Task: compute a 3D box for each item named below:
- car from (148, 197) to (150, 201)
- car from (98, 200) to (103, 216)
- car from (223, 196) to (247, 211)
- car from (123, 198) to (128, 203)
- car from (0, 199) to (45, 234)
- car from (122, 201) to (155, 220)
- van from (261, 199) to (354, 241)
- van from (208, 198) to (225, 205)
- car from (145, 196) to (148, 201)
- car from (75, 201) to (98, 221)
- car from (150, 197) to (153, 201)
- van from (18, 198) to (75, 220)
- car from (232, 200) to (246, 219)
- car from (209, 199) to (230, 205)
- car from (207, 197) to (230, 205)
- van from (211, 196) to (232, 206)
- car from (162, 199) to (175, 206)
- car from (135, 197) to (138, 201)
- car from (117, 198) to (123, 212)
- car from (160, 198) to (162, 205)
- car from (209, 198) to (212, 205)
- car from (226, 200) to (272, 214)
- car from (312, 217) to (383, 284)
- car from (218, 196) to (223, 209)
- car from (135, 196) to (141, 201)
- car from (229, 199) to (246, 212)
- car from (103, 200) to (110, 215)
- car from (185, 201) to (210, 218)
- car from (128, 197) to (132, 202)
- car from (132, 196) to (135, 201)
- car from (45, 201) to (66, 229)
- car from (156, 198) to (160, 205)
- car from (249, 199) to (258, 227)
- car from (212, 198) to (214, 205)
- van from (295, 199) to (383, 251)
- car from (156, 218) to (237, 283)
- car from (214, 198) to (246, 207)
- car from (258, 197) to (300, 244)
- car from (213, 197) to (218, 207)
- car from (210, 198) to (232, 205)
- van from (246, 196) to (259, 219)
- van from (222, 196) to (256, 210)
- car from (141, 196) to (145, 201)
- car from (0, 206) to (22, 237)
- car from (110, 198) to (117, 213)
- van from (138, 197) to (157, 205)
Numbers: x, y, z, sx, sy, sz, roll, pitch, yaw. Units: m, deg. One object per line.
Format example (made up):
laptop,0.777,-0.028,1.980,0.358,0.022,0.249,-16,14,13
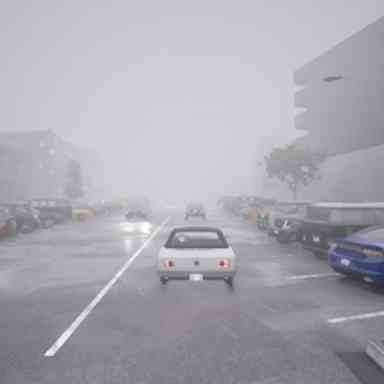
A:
car,-11.311,2.010,62.795,5.366,1.575,1.946,-1,-1,-20
car,-11.141,1.693,30.576,5.008,1.535,2.097,-1,-1,-20
car,6.628,1.492,35.776,5.566,2.045,2.435,1,-1,-19
car,-11.160,1.777,42.315,4.892,1.521,2.231,-1,0,-20
car,-11.031,1.483,18.818,4.553,1.767,2.185,-1,0,-20
car,-4.813,1.817,30.514,1.895,1.301,4.718,0,0,0
van,6.129,1.395,17.687,4.442,1.987,1.878,1,0,-18
van,6.819,2.627,92.620,4.442,1.987,1.878,1,-3,-19
car,-11.155,1.963,59.922,5.008,1.535,2.097,-1,-1,-20
car,-10.944,1.667,27.704,5.366,1.575,1.946,-1,-1,-20
car,-11.153,1.819,65.779,5.566,2.045,2.435,-1,-1,-20
van,-11.215,1.427,24.663,4.442,1.987,1.878,-1,0,-20
car,6.517,1.703,29.740,4.892,1.521,2.231,1,0,-19
car,6.856,2.564,83.689,4.792,1.488,2.163,1,-2,-19
car,6.841,2.382,86.660,5.566,2.045,2.435,1,-2,-19
van,6.642,2.043,74.665,4.442,1.987,1.878,1,-1,-19
car,-4.664,2.253,72.686,2.128,1.511,4.902,0,-1,0
car,-11.173,1.886,51.127,4.674,1.452,2.002,-1,-1,-20
car,-11.158,1.756,39.383,4.892,1.521,2.231,-1,0,-20
car,-10.930,2.775,89.255,4.674,1.452,2.002,0,-2,-19
car,6.503,2.004,62.673,5.366,1.575,1.946,1,-1,-20
car,6.624,1.764,38.778,4.892,1.521,2.231,1,-1,-20
car,6.003,1.562,8.734,5.008,1.535,2.097,1,-1,-18
car,6.668,1.532,41.795,5.566,2.045,2.435,1,-1,-20
car,-11.136,1.753,54.061,4.553,1.767,2.185,-1,0,-20
car,6.583,1.752,32.759,4.792,1.488,2.163,1,-1,-19
car,-11.117,1.742,33.521,4.792,1.488,2.163,-1,-1,-20
car,0.308,1.767,31.597,2.033,1.411,5.357,0,0,0
car,-11.165,1.796,45.253,5.008,1.535,2.097,-1,0,-20
car,-11.143,1.694,48.195,4.553,1.767,2.185,-1,0,-20
car,-11.089,1.630,21.760,5.008,1.535,2.097,-1,-1,-20
car,-11.024,2.440,80.453,5.008,1.535,2.097,0,-2,-19
car,6.281,1.516,20.722,4.553,1.767,2.185,1,-1,-19
car,6.675,1.630,53.775,5.566,2.045,2.435,1,-1,-20
van,6.196,1.358,11.772,4.442,1.987,1.878,1,-1,-18
car,0.129,1.672,9.808,1.895,1.301,4.718,0,0,1
car,6.838,1.962,59.807,5.366,1.575,1.946,1,-1,-20
car,6.136,1.350,14.717,5.566,2.045,2.435,1,0,-18
car,6.468,1.844,50.705,5.366,1.575,1.946,1,0,-20
car,6.743,2.227,77.692,4.553,1.767,2.185,1,-2,-19
van,6.494,1.438,23.774,4.442,1.987,1.878,1,-1,-19
van,6.752,1.600,47.817,4.442,1.987,1.878,1,-1,-20
car,-11.151,1.916,56.990,5.008,1.535,2.097,-1,-1,-20
car,-11.062,1.618,15.847,4.792,1.488,2.163,-1,0,-20
car,-11.163,1.734,36.448,5.008,1.535,2.097,-1,-1,-20
van,-11.101,2.307,83.354,4.442,1.987,1.878,0,-2,-19
